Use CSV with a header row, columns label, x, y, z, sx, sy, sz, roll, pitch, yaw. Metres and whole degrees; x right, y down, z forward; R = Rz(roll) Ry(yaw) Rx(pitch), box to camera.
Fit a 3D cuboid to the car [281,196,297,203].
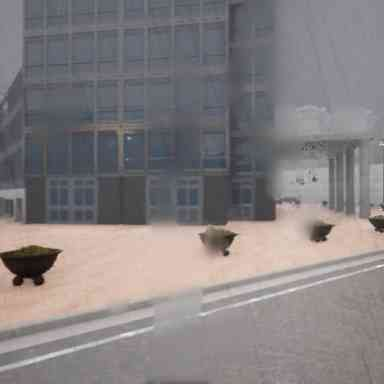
label,x,y,z,sx,sy,sz,roll,pitch,yaw
car,23.971,1.845,82.985,1.837,1.490,4.892,0,0,-35
